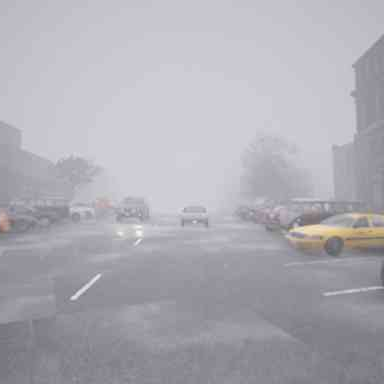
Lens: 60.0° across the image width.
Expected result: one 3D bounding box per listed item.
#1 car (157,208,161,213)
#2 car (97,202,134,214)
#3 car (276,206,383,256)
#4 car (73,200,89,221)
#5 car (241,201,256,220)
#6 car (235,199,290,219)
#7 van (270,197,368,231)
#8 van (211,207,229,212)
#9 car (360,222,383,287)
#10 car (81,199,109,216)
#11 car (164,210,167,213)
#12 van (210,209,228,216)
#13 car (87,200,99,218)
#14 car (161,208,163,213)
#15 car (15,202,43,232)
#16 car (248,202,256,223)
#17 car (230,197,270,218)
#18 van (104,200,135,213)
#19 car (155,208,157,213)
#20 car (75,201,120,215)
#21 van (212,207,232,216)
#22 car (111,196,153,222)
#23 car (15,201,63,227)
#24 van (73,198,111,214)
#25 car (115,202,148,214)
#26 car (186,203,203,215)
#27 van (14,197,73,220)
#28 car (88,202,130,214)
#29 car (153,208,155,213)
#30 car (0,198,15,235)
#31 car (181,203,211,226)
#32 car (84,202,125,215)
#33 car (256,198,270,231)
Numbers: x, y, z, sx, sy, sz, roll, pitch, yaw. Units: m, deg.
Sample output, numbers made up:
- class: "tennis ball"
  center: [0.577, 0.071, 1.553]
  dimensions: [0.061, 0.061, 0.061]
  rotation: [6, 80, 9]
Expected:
- class: "car"
  center: [-10.738, 4.622, 77.342]
  dimensions: [5.366, 1.575, 1.946]
  rotation: [1, -5, -19]
- class: "car"
  center: [-11.091, 2.314, 48.184]
  dimensions: [4.892, 1.521, 2.231]
  rotation: [0, -3, -19]
- class: "car"
  center: [6.251, 1.501, 13.068]
  dimensions: [5.366, 1.575, 1.946]
  rotation: [1, 0, -20]
- class: "car"
  center: [-11.307, 1.679, 27.697]
  dimensions: [4.674, 1.452, 2.002]
  rotation: [-1, -1, -20]
- class: "car"
  center: [6.518, 1.647, 25.119]
  dimensions: [4.792, 1.488, 2.163]
  rotation: [1, -1, -19]
- class: "car"
  center: [6.571, 1.585, 31.103]
  dimensions: [4.553, 1.767, 2.185]
  rotation: [1, -1, -19]
- class: "van"
  center: [6.332, 1.295, 16.085]
  dimensions: [4.442, 1.987, 1.878]
  rotation: [1, 0, -20]
- class: "van"
  center: [7.198, 4.616, 79.815]
  dimensions: [4.442, 1.987, 1.878]
  rotation: [2, -5, -19]
- class: "car"
  center: [6.378, 1.517, 7.136]
  dimensions: [4.792, 1.488, 2.163]
  rotation: [1, 0, -20]
- class: "car"
  center: [-11.226, 1.773, 33.569]
  dimensions: [4.792, 1.488, 2.163]
  rotation: [0, -1, -19]
- class: "car"
  center: [-10.350, 5.388, 89.100]
  dimensions: [5.566, 2.045, 2.435]
  rotation: [1, -5, -19]
- class: "van"
  center: [7.443, 5.634, 91.545]
  dimensions: [4.442, 1.987, 1.878]
  rotation: [3, -5, -19]
- class: "car"
  center: [-11.284, 1.728, 30.636]
  dimensions: [4.674, 1.452, 2.002]
  rotation: [0, -1, -20]
- class: "car"
  center: [-10.434, 5.133, 83.246]
  dimensions: [4.892, 1.521, 2.231]
  rotation: [1, -5, -19]
- class: "car"
  center: [-11.335, 1.558, 18.911]
  dimensions: [4.792, 1.488, 2.163]
  rotation: [-1, -1, -20]
- class: "car"
  center: [6.466, 1.619, 22.114]
  dimensions: [4.674, 1.452, 2.002]
  rotation: [1, -1, -19]
- class: "car"
  center: [6.495, 1.409, 28.086]
  dimensions: [5.566, 2.045, 2.435]
  rotation: [1, -1, -19]
- class: "van"
  center: [-11.154, 2.261, 51.077]
  dimensions: [4.442, 1.987, 1.878]
  rotation: [0, -3, -19]
- class: "car"
  center: [-10.860, 4.122, 71.503]
  dimensions: [5.366, 1.575, 1.946]
  rotation: [1, -5, -19]
- class: "car"
  center: [-11.200, 1.911, 39.418]
  dimensions: [5.008, 1.535, 2.097]
  rotation: [0, -2, -19]
- class: "van"
  center: [7.478, 4.879, 82.831]
  dimensions: [4.442, 1.987, 1.878]
  rotation: [2, -5, -19]
- class: "car"
  center: [-4.966, 1.396, 28.535]
  dimensions: [2.150, 2.045, 5.566]
  rotation: [0, -1, 1]
- class: "car"
  center: [-11.351, 1.558, 21.829]
  dimensions: [5.008, 1.535, 2.097]
  rotation: [-1, -1, -20]
- class: "van"
  center: [-11.338, 1.593, 36.456]
  dimensions: [4.442, 1.987, 1.878]
  rotation: [0, -1, -19]
- class: "car"
  center: [-10.881, 2.880, 59.898]
  dimensions: [5.566, 2.045, 2.435]
  rotation: [1, -5, -19]
- class: "car"
  center: [0.356, 2.061, 41.612]
  dimensions: [2.033, 1.411, 5.357]
  rotation: [0, -2, 1]
- class: "van"
  center: [-11.437, 1.371, 24.726]
  dimensions: [4.442, 1.987, 1.878]
  rotation: [-1, -1, -20]
- class: "car"
  center: [-11.296, 2.155, 45.197]
  dimensions: [5.366, 1.575, 1.946]
  rotation: [0, -3, -19]
- class: "car"
  center: [-10.769, 3.907, 68.625]
  dimensions: [4.792, 1.488, 2.163]
  rotation: [1, -5, -19]
- class: "car"
  center: [-11.348, 1.376, 15.969]
  dimensions: [4.553, 1.767, 2.185]
  rotation: [-1, 0, -20]
- class: "car"
  center: [0.193, 1.714, 24.445]
  dimensions: [1.895, 1.301, 4.718]
  rotation: [0, -1, 0]
- class: "car"
  center: [-11.165, 2.026, 42.342]
  dimensions: [4.892, 1.521, 2.231]
  rotation: [0, -2, -19]
- class: "car"
  center: [6.423, 1.423, 19.116]
  dimensions: [4.553, 1.767, 2.185]
  rotation: [1, -1, -20]
